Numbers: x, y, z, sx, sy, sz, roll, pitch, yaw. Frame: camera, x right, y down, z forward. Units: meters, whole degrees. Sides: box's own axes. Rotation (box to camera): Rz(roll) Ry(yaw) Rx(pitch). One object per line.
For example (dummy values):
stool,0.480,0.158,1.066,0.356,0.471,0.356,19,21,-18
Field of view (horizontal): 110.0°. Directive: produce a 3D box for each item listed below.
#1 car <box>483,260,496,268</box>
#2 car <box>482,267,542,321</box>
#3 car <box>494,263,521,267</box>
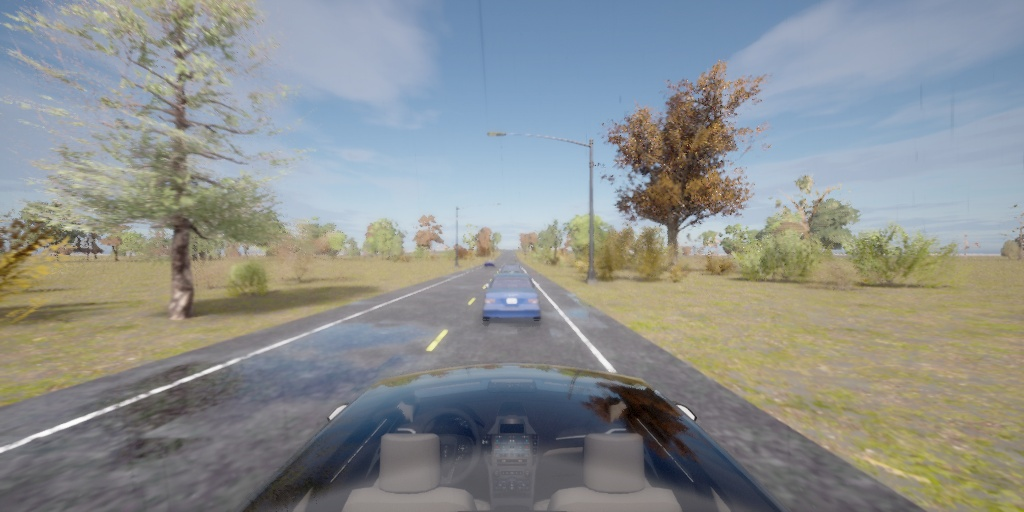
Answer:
car,-3.648,1.331,59.039,1.895,1.301,4.718,0,0,0
car,0.005,1.297,12.467,2.033,1.411,5.357,0,0,0
car,-0.019,1.295,27.449,2.033,1.411,5.357,0,0,0
